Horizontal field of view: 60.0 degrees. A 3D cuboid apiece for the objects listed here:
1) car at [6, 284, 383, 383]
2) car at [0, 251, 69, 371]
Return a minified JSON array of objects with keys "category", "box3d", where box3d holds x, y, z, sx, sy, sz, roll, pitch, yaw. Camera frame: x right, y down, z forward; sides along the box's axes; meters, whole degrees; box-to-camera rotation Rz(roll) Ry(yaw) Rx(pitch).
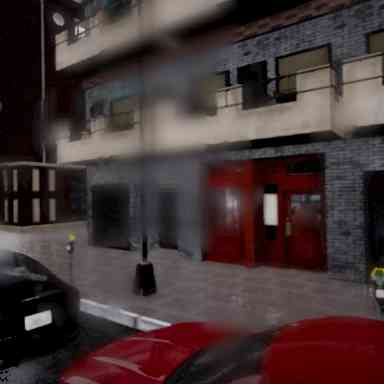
[{"category":"car","box3d":[0.950,1.548,2.055,4.507,1.381,1.887,-1,-1,36]},{"category":"car","box3d":[-3.567,1.621,5.278,4.313,1.339,1.947,-1,-1,36]}]
